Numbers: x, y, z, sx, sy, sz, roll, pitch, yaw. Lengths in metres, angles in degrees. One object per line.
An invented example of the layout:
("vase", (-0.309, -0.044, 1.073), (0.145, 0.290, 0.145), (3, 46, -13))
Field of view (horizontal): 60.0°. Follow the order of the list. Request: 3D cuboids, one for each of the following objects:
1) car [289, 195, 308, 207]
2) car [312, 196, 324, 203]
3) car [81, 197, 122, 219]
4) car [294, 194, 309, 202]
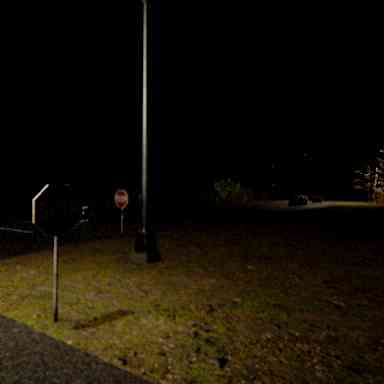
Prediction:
("car", (16.888, 1.558, 52.821), (1.882, 1.535, 5.008), (1, 0, 33))
("car", (27.240, 1.580, 71.810), (1.882, 1.535, 5.008), (1, 0, 27))
("car", (-8.043, 1.234, 28.183), (2.097, 1.767, 4.553), (1, 0, 34))
("car", (26.015, 1.425, 78.880), (2.097, 1.767, 4.553), (1, 0, 34))
